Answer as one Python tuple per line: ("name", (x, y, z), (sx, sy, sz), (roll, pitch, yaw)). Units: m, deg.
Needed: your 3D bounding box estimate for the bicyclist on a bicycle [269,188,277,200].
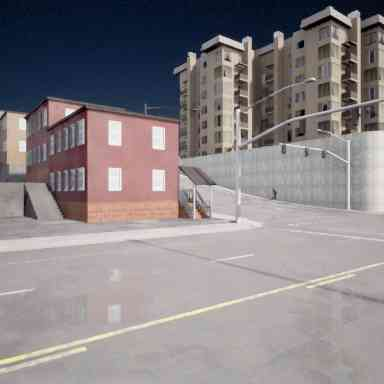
("bicyclist on a bicycle", (11.170, 0.329, 45.363), (1.656, 1.620, 0.582), (0, 6, -35))
